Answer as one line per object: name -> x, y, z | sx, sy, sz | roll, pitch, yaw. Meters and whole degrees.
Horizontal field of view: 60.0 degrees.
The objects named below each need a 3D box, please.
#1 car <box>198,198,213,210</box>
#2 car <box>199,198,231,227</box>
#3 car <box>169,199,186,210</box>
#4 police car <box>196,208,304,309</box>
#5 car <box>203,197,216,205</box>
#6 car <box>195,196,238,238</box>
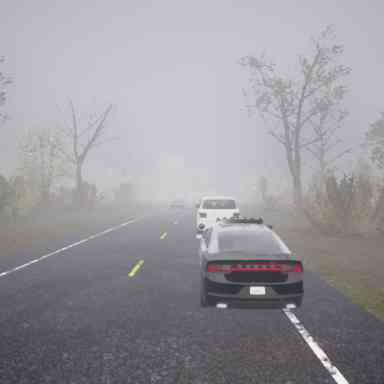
car -> 1.931, 1.582, 46.345 | 1.837, 1.490, 4.892 | 0, 0, 5
car -> 1.584, 1.365, 23.870 | 2.097, 1.767, 4.553 | 0, 0, 2
car -> -1.799, 1.614, 43.777 | 2.033, 1.411, 5.357 | 0, 0, 4
police car -> 1.127, 1.428, 8.088 | 1.930, 1.638, 5.238 | 0, 0, 1
car -> 3.382, 1.707, 63.426 | 2.033, 1.411, 5.357 | 0, 0, 6
car -> 1.367, 1.232, 17.961 | 2.150, 2.045, 5.566 | 0, 0, 2
